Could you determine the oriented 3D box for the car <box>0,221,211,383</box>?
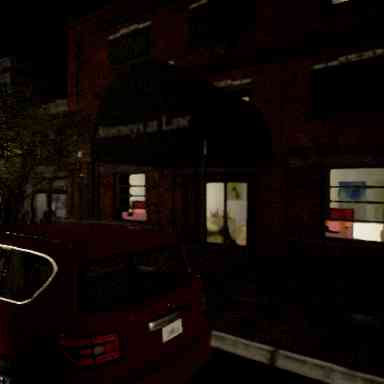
[{"bbox_3d":[-2.117,1.324,4.374,5.009,1.841,2.192,0,1,36],"label":"car"}]
